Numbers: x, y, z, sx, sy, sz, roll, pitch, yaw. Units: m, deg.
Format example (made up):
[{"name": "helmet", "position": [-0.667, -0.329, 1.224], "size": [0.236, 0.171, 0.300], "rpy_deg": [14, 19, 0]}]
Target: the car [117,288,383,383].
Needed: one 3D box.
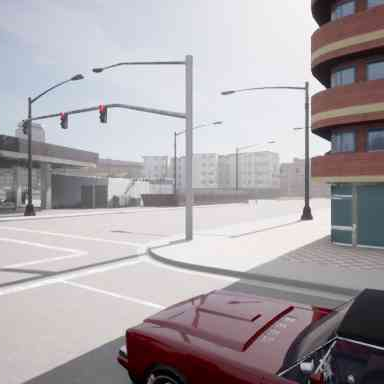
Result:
[{"name": "car", "position": [1.551, 1.601, 2.867], "size": [4.718, 1.301, 1.895], "rpy_deg": [0, 0, 36]}]

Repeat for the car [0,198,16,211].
[{"name": "car", "position": [-22.300, 1.456, 38.828], "size": [3.806, 1.475, 1.970], "rpy_deg": [0, 0, 36]}]
